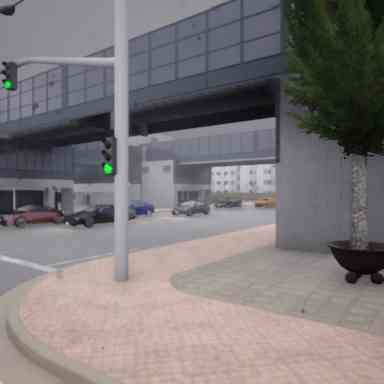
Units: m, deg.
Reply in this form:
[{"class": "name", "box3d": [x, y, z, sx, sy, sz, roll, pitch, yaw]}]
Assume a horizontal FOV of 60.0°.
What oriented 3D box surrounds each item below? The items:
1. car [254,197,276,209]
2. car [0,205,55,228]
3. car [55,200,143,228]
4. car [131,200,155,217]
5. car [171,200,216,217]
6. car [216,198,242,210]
[{"class": "car", "box3d": [10.204, 1.480, 45.300, 1.882, 1.535, 5.008, 0, 0, 36]}, {"class": "car", "box3d": [-10.761, 1.567, 22.394, 1.994, 1.385, 4.181, 0, 0, 36]}, {"class": "car", "box3d": [-6.173, 1.550, 22.765, 2.033, 1.411, 5.357, 0, 0, 36]}, {"class": "car", "box3d": [-5.477, 1.481, 29.698, 1.882, 1.535, 5.008, 0, 0, 36]}, {"class": "car", "box3d": [0.025, 1.529, 31.316, 1.812, 1.442, 4.674, 0, 0, 36]}, {"class": "car", "box3d": [4.797, 1.495, 43.849, 2.128, 1.511, 4.902, 0, 0, 36]}]
